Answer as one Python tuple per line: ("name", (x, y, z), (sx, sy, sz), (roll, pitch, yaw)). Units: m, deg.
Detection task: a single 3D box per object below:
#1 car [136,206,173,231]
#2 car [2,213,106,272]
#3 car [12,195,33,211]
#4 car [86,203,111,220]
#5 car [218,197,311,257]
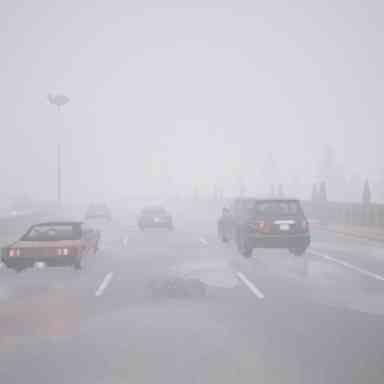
("car", (-2.424, 1.549, 20.866), (1.994, 1.385, 4.181), (0, 0, -12))
("car", (-4.224, 1.604, 10.879), (1.895, 1.301, 4.718), (0, 0, -7))
("car", (-21.993, 1.354, 43.167), (2.150, 2.045, 5.566), (0, 0, -29))
("car", (-7.851, 1.582, 27.850), (1.994, 1.385, 4.181), (0, 0, -16))
("car", (2.543, 1.188, 13.031), (2.150, 2.045, 5.566), (0, 0, -7))
